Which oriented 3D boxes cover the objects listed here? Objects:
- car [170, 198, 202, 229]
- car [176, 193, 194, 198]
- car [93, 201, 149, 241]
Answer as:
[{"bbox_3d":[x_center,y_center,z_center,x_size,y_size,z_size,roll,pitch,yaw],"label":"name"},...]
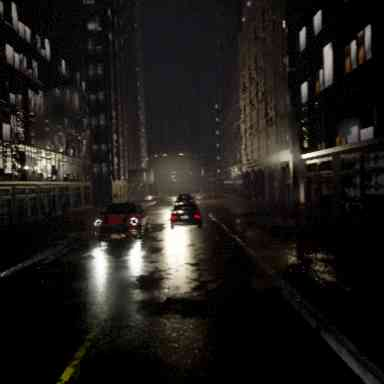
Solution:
[{"bbox_3d":[-0.369,1.337,19.868,2.033,1.411,5.357,-2,1,-1],"label":"car"},{"bbox_3d":[-0.819,0.962,37.941,2.097,1.767,4.553,-2,1,-1],"label":"car"},{"bbox_3d":[-3.378,1.293,16.453,2.097,1.767,4.553,-2,1,-1],"label":"car"}]
